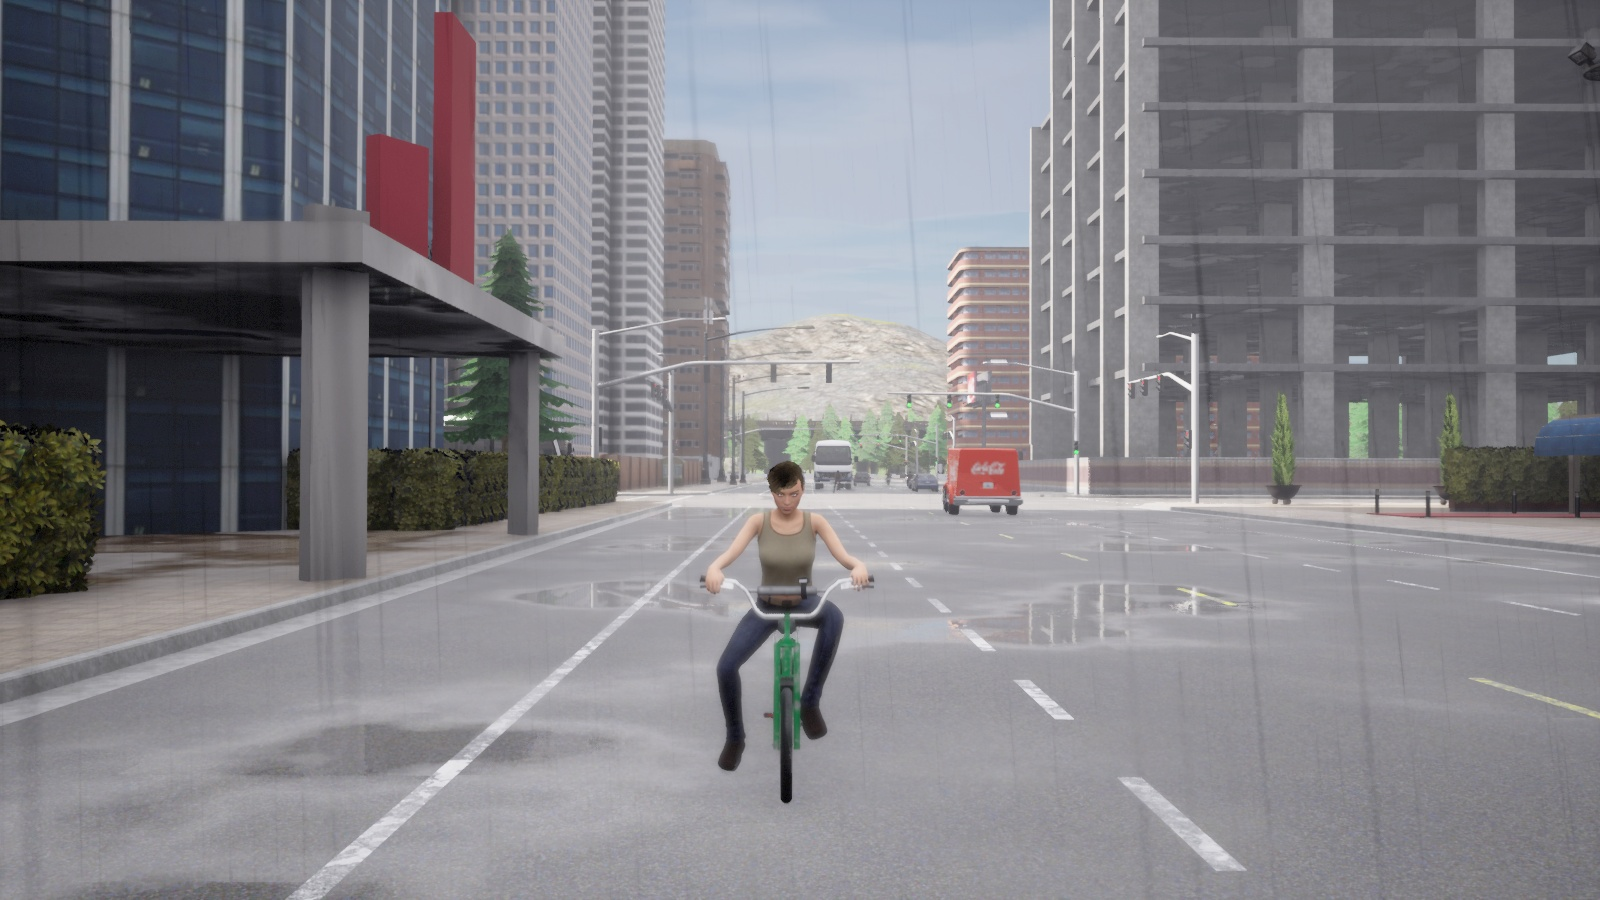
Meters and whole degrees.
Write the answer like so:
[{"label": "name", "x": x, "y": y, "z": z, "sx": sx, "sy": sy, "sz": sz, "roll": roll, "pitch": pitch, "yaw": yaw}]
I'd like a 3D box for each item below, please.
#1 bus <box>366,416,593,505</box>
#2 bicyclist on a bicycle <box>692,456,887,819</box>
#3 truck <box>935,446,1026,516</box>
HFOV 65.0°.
[{"label": "bus", "x": -15.772, "y": 0.549, "z": 62.540, "sx": 10.273, "sy": 4.253, "sz": 3.944, "roll": 0, "pitch": -1, "yaw": 0}, {"label": "bicyclist on a bicycle", "x": -0.061, "y": 0.857, "z": 6.369, "sx": 0.866, "sy": 1.612, "sz": 1.509, "roll": 0, "pitch": -2, "yaw": -1}, {"label": "truck", "x": 6.645, "y": 1.100, "z": 46.942, "sx": 2.627, "sy": 2.467, "sz": 5.204, "roll": 0, "pitch": 0, "yaw": 0}]
